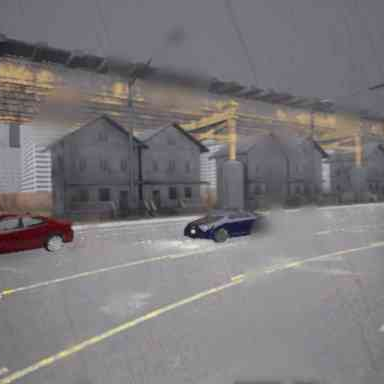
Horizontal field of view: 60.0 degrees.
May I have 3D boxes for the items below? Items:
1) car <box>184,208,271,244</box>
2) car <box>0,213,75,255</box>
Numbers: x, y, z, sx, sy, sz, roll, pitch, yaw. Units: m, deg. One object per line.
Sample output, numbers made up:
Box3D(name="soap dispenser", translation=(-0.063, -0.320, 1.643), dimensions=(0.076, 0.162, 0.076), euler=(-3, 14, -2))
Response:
Box3D(name="car", translation=(1.677, 1.453, 15.406), dimensions=(4.181, 1.385, 1.994), euler=(-2, 0, -35))
Box3D(name="car", translation=(-6.933, 1.592, 12.346), dimensions=(1.882, 1.535, 5.008), euler=(-2, 0, 42))
